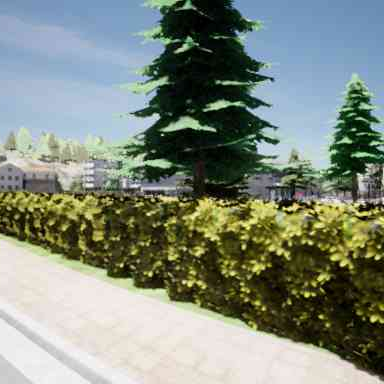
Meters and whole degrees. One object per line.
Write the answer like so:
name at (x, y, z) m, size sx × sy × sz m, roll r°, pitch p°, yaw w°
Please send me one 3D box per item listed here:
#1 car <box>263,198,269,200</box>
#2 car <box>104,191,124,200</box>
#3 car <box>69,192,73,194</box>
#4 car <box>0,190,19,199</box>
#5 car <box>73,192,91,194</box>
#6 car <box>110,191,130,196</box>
car at (11.109, 1.498, 46.208) m, size 4.674 × 1.442 × 1.812 m, roll 0°, pitch 0°, yaw -43°
car at (-17.144, 0.729, 73.111) m, size 3.866 × 1.878 × 1.905 m, roll 0°, pitch 0°, yaw -44°
car at (-30.583, 0.729, 86.846) m, size 3.806 × 1.475 × 1.970 m, roll 0°, pitch 0°, yaw -44°
car at (-40.721, 0.544, 72.739) m, size 4.605 × 1.855 × 1.932 m, roll 0°, pitch 0°, yaw -44°
car at (-25.937, 0.703, 82.406) m, size 5.027 × 1.636 × 2.152 m, roll 0°, pitch 0°, yaw -44°
car at (-14.848, 0.774, 71.284) m, size 4.605 × 1.855 × 1.932 m, roll 0°, pitch 0°, yaw -44°
